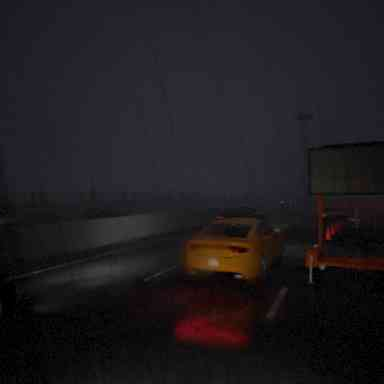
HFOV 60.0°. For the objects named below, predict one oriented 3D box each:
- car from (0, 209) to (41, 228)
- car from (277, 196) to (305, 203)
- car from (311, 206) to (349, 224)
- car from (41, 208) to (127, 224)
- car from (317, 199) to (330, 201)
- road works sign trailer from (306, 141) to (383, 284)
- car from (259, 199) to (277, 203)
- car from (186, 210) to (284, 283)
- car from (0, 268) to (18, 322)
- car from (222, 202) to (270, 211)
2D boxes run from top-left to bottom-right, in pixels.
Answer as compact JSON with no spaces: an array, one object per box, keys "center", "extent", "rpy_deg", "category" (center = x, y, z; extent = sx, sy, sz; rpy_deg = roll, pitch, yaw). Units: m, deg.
[{"center":[-9.565,1.788,19.755],"extent":[2.033,1.411,5.357],"rpy_deg":[-1,0,27],"category":"car"},{"center":[15.781,1.504,51.882],"extent":[4.553,1.767,2.097],"rpy_deg":[0,0,-43],"category":"car"},{"center":[10.523,1.605,25.250],"extent":[1.994,1.385,4.181],"rpy_deg":[-1,0,36],"category":"car"},{"center":[-5.771,1.685,19.339],"extent":[2.128,1.511,4.902],"rpy_deg":[-1,0,29],"category":"car"},{"center":[20.065,1.698,51.076],"extent":[4.718,1.301,1.895],"rpy_deg":[0,-1,-42],"category":"car"},{"center":[4.473,0.471,9.039],"extent":[2.380,3.560,2.880],"rpy_deg":[-1,0,28],"category":"road works sign trailer"},{"center":[12.073,1.769,53.210],"extent":[4.181,1.385,1.994],"rpy_deg":[0,-1,-43],"category":"car"},{"center":[1.530,1.526,10.091],"extent":[1.882,1.535,5.008],"rpy_deg":[-1,-1,24],"category":"car"},{"center":[-4.659,1.575,4.275],"extent":[2.128,1.511,4.902],"rpy_deg":[-1,0,20],"category":"car"},{"center":[3.111,1.601,20.456],"extent":[1.837,1.490,4.892],"rpy_deg":[-1,-1,30],"category":"car"}]
